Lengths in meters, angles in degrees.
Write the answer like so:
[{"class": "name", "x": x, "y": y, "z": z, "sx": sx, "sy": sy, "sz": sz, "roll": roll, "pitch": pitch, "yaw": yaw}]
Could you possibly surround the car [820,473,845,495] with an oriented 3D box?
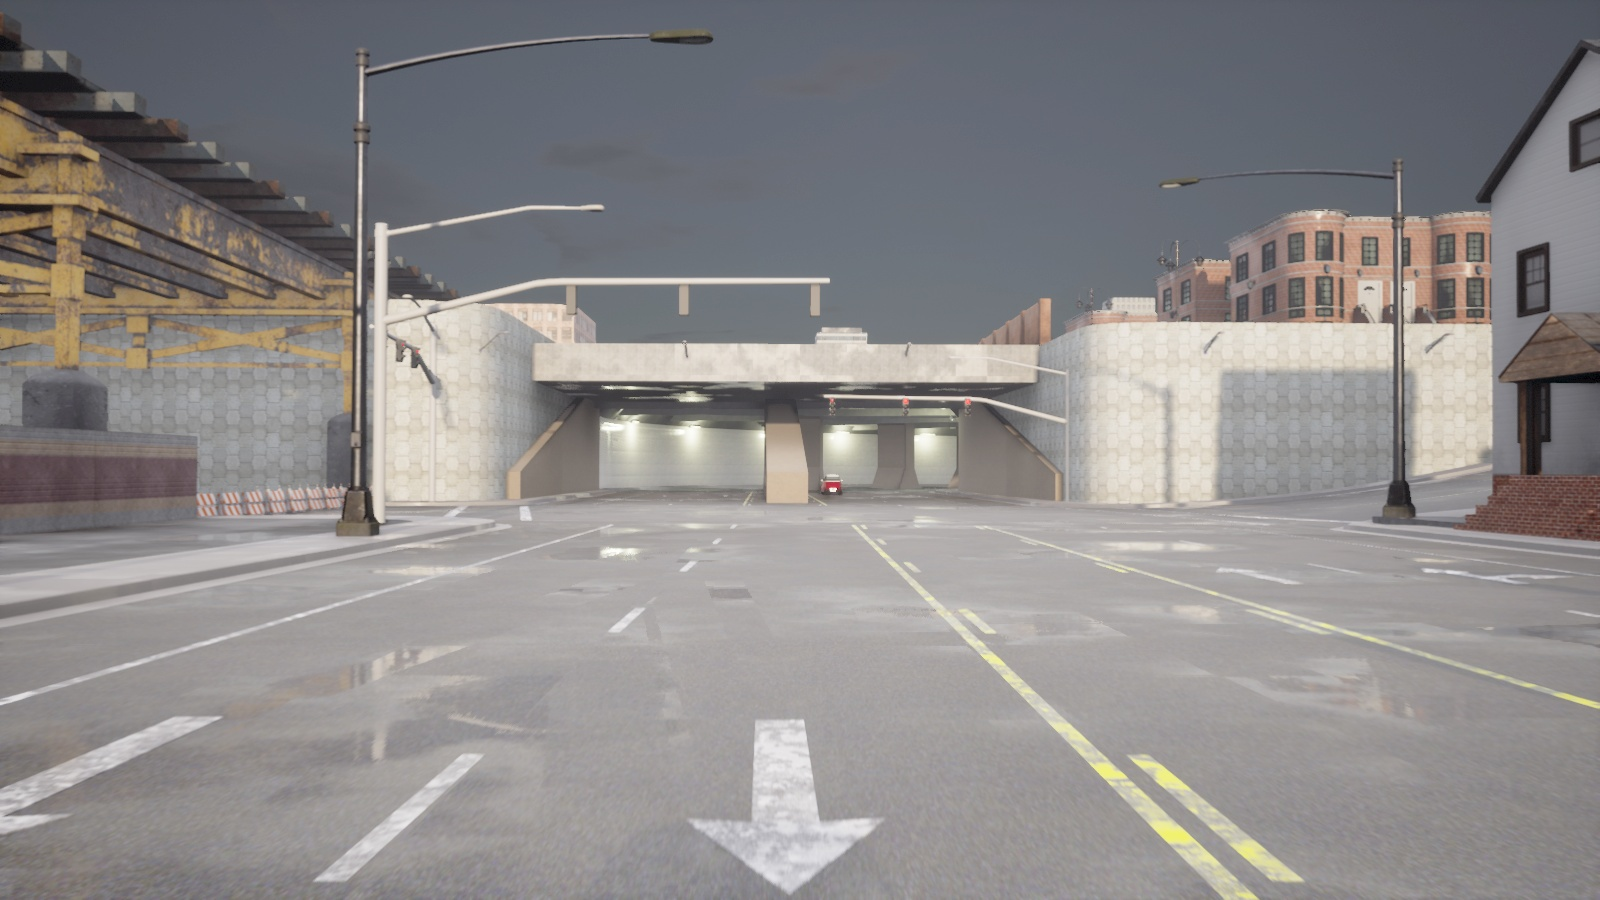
[{"class": "car", "x": 2.136, "y": 2.253, "z": 83.156, "sx": 1.481, "sy": 1.376, "sz": 2.207, "roll": 0, "pitch": -1, "yaw": -2}]
